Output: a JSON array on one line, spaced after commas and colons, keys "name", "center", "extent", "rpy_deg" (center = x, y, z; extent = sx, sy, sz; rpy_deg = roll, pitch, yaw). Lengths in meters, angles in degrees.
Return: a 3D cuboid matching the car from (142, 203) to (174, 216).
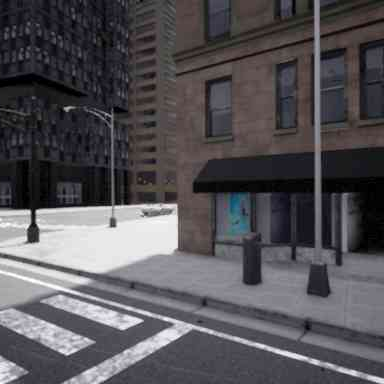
[{"name": "car", "center": [-3.704, 1.921, 37.160], "extent": [1.895, 1.301, 4.718], "rpy_deg": [0, -1, 21]}]
